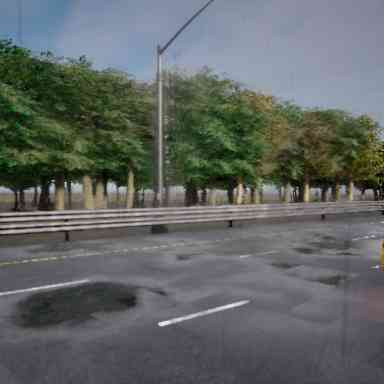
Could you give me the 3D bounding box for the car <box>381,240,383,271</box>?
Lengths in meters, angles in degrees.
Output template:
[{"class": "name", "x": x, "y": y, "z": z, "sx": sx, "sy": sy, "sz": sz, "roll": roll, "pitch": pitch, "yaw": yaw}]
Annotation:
[{"class": "car", "x": 7.015, "y": 1.481, "z": 8.882, "sx": 5.008, "sy": 1.535, "sz": 1.882, "roll": 0, "pitch": 0, "yaw": -36}]
